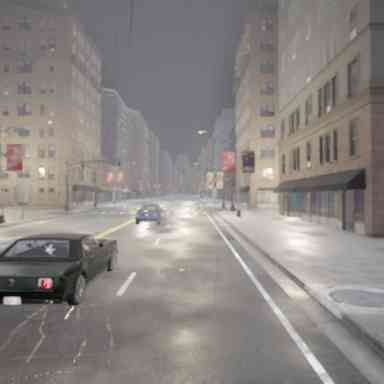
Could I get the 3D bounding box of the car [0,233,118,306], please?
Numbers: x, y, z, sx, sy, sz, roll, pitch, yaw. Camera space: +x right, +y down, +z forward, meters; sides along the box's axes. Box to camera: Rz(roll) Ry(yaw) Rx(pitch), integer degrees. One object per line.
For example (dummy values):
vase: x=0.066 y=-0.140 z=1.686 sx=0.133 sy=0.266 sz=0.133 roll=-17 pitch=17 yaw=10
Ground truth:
car: x=-3.147 y=1.637 z=8.060 sx=1.895 sy=1.301 sz=4.718 roll=0 pitch=0 yaw=0

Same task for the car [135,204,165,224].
car: x=-3.140 y=1.653 z=25.535 sx=2.033 sy=1.411 sz=5.357 roll=0 pitch=0 yaw=0
